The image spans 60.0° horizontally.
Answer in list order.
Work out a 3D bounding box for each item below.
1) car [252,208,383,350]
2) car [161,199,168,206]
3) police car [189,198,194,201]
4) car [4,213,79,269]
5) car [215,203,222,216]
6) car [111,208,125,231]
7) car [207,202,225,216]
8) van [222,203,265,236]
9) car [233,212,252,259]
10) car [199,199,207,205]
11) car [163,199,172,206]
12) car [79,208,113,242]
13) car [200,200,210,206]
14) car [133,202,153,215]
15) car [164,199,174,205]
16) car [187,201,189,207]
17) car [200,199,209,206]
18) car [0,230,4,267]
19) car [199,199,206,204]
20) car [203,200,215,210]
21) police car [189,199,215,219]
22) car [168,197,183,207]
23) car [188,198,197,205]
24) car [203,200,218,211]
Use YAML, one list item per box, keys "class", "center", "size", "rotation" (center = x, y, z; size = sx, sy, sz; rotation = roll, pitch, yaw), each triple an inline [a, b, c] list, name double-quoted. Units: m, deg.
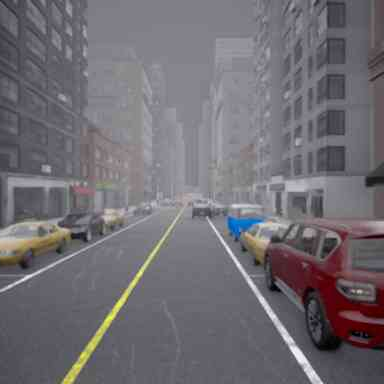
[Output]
- class: "car"
  center: [2.754, 1.379, 6.301]
  size: [2.192, 1.841, 5.009]
  rotation: [-1, -1, 0]
- class: "car"
  center: [-5.727, 2.228, 72.362]
  size: [1.967, 1.590, 4.097]
  rotation: [-1, -1, 0]
- class: "police car"
  center: [0.925, 1.881, 43.035]
  size: [1.930, 1.638, 5.238]
  rotation: [0, -1, 0]
- class: "car"
  center: [-5.765, 1.645, 11.638]
  size: [1.752, 1.417, 4.829]
  rotation: [-1, -1, 0]
- class: "car"
  center: [2.775, 1.904, 33.821]
  size: [2.008, 1.369, 4.403]
  rotation: [-1, -1, 0]
- class: "car"
  center: [-5.758, 1.760, 22.648]
  size: [1.752, 1.417, 4.829]
  rotation: [-1, -1, 0]
- class: "car"
  center: [2.778, 1.959, 39.326]
  size: [1.887, 1.381, 4.507]
  rotation: [-1, -1, 0]
- class: "van"
  center: [2.761, 1.518, 17.309]
  size: [1.690, 1.788, 3.998]
  rotation: [-1, -1, 0]
- class: "car"
  center: [2.760, 1.647, 11.973]
  size: [1.752, 1.417, 4.829]
  rotation: [-1, -1, 0]
- class: "car"
  center: [2.807, 2.460, 83.365]
  size: [1.887, 1.381, 4.507]
  rotation: [-1, -1, 0]
- class: "car"
  center: [-5.721, 2.418, 77.865]
  size: [1.947, 1.339, 4.313]
  rotation: [-1, -1, 0]
- class: "car"
  center: [-5.761, 1.744, 17.312]
  size: [1.947, 1.339, 4.313]
  rotation: [-1, -1, 0]
- class: "car"
  center: [2.800, 2.353, 72.355]
  size: [1.947, 1.339, 4.313]
  rotation: [-1, -1, 0]
- class: "car"
  center: [-5.748, 1.855, 39.333]
  size: [1.967, 1.590, 4.097]
  rotation: [-1, -1, 0]
- class: "car"
  center: [-5.718, 2.467, 83.370]
  size: [2.008, 1.369, 4.403]
  rotation: [-1, -1, 0]
- class: "car"
  center: [0.045, 2.248, 68.127]
  size: [1.812, 1.442, 4.674]
  rotation: [0, -1, 0]
- class: "car"
  center: [2.804, 2.396, 77.860]
  size: [1.887, 1.381, 4.507]
  rotation: [-1, -1, 0]
- class: "car"
  center: [-5.770, 1.505, 6.305]
  size: [1.967, 1.590, 4.097]
  rotation: [-1, -1, 0]
- class: "car"
  center: [2.811, 2.524, 88.870]
  size: [1.887, 1.381, 4.507]
  rotation: [-1, -1, 0]
- class: "car"
  center: [2.789, 2.143, 55.841]
  size: [1.887, 1.381, 4.507]
  rotation: [-1, -1, 0]
- class: "police car"
  center: [0.922, 1.770, 33.035]
  size: [1.930, 1.638, 5.238]
  rotation: [0, -1, 0]
- class: "car"
  center: [-2.968, 1.929, 65.278]
  size: [2.150, 2.045, 5.566]
  rotation: [0, -1, 0]
- class: "car"
  center: [0.055, 2.358, 83.231]
  size: [2.128, 1.511, 4.902]
  rotation: [0, -1, 0]
- class: "car"
  center: [2.784, 1.977, 50.337]
  size: [1.967, 1.590, 4.097]
  rotation: [-1, -1, 0]
